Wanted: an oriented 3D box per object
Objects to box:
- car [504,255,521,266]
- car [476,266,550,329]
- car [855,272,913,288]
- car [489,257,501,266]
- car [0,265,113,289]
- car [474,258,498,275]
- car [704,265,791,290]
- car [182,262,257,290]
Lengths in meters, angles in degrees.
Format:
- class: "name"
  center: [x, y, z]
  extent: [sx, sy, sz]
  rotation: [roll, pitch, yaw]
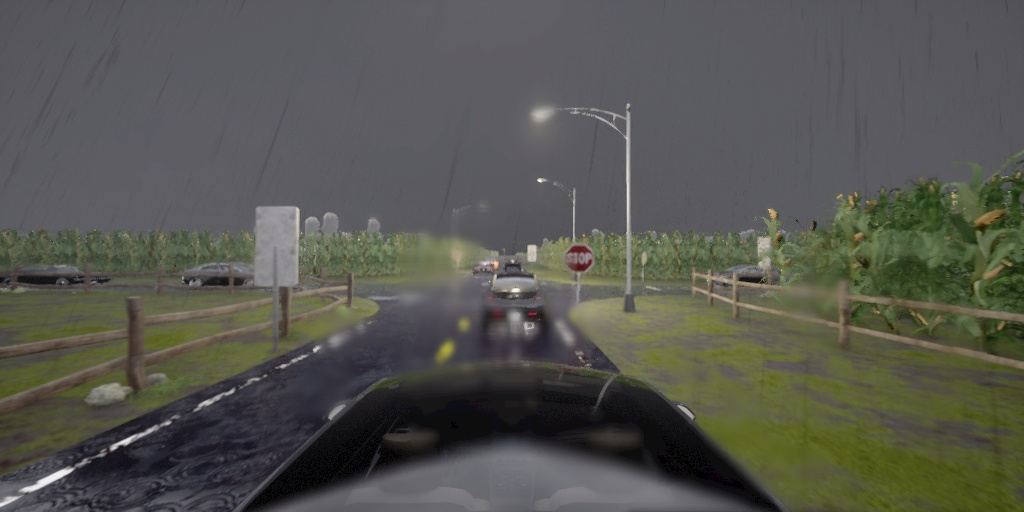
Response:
- class: "car"
  center: [0.105, 0.851, 49.066]
  extent: [2.150, 2.045, 5.566]
  rotation: [0, 0, 0]
- class: "car"
  center: [0.097, 1.234, 11.155]
  extent: [1.837, 1.490, 4.892]
  rotation: [0, 0, 0]
- class: "car"
  center: [24.654, 1.438, 22.649]
  extent: [5.357, 1.411, 2.033]
  rotation: [0, 0, 1]
- class: "car"
  center: [-2.838, 0.985, 47.803]
  extent: [2.097, 1.767, 4.553]
  rotation: [0, 0, 0]
- class: "car"
  center: [-25.722, 1.155, 20.198]
  extent: [4.718, 1.301, 1.895]
  rotation: [0, 0, 1]
- class: "car"
  center: [-2.850, 1.225, 37.714]
  extent: [1.994, 1.385, 4.181]
  rotation: [0, 0, 0]
- class: "car"
  center: [14.844, 1.315, 22.741]
  extent: [4.902, 1.511, 2.128]
  rotation: [0, 0, 1]
- class: "car"
  center: [-15.541, 1.102, 20.135]
  extent: [4.902, 1.511, 2.128]
  rotation: [0, 0, -1]
